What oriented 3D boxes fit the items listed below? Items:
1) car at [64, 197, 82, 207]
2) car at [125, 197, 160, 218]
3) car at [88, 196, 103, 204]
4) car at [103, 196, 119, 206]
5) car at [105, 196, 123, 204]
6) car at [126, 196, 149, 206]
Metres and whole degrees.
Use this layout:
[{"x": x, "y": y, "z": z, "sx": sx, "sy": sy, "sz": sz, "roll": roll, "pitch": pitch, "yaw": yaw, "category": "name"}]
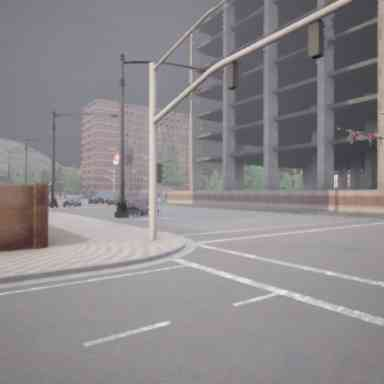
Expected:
[{"x": -18.180, "y": 1.558, "z": 50.608, "sx": 1.812, "sy": 1.442, "sz": 4.674, "roll": 0, "pitch": 0, "yaw": -35, "category": "car"}, {"x": -4.810, "y": 1.535, "z": 31.430, "sx": 1.837, "sy": 1.490, "sz": 4.892, "roll": 0, "pitch": 0, "yaw": -35, "category": "car"}, {"x": -18.015, "y": 1.552, "z": 62.628, "sx": 1.837, "sy": 1.490, "sz": 4.892, "roll": 0, "pitch": 0, "yaw": -35, "category": "car"}, {"x": -12.183, "y": 1.538, "z": 54.407, "sx": 2.128, "sy": 1.511, "sz": 4.902, "roll": 0, "pitch": 0, "yaw": -35, "category": "car"}, {"x": -15.149, "y": 1.580, "z": 64.638, "sx": 1.812, "sy": 1.442, "sz": 4.674, "roll": 0, "pitch": 0, "yaw": -35, "category": "car"}, {"x": -9.335, "y": 1.531, "z": 56.351, "sx": 1.882, "sy": 1.535, "sz": 5.008, "roll": 0, "pitch": 0, "yaw": -35, "category": "car"}]
